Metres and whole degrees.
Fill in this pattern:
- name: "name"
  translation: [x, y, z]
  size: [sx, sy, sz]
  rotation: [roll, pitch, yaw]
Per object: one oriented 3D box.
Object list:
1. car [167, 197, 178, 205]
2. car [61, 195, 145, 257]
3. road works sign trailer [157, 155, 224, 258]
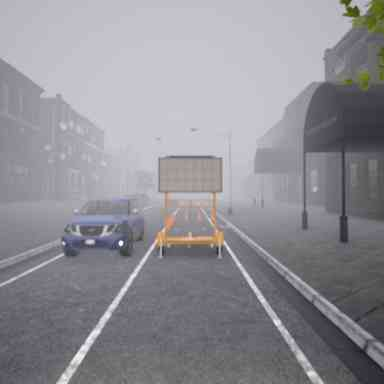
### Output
- name: "car"
  translation: [-3.419, 1.510, 56.236]
  size: [1.895, 1.301, 4.718]
  rotation: [0, 0, 0]
- name: "car"
  translation: [-3.180, 1.179, 13.104]
  size: [2.150, 2.045, 5.566]
  rotation: [0, 0, 0]
- name: "road works sign trailer"
  translation: [-0.063, 0.424, 12.570]
  size: [2.380, 3.560, 2.880]
  rotation: [0, 0, 0]
